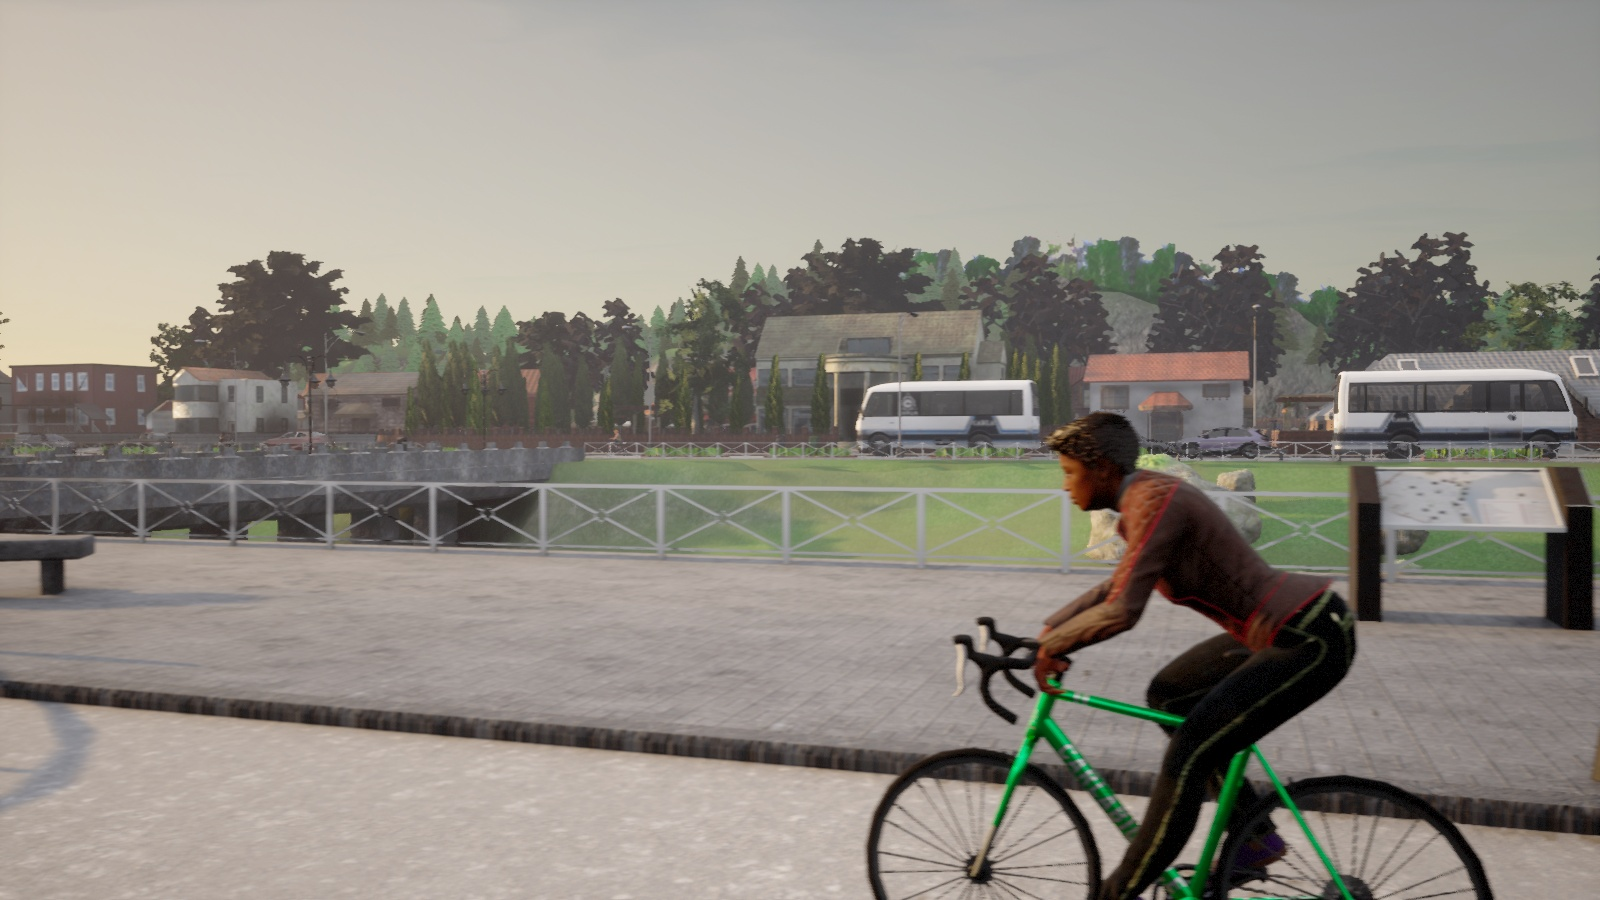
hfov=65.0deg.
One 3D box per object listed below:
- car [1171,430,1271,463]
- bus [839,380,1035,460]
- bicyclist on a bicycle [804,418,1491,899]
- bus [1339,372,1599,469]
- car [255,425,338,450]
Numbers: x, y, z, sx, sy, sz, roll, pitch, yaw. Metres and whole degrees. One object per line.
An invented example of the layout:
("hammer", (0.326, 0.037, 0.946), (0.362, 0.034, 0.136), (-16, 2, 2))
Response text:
("car", (21.949, -0.211, 65.612), (4.856, 1.649, 2.033), (1, 1, 19))
("bus", (7.684, -1.648, 70.396), (10.273, 4.253, 3.944), (1, 1, 19))
("bicyclist on a bicycle", (0.888, 0.728, 3.420), (1.656, 1.620, 0.582), (0, 1, 19))
("bus", (30.810, -1.369, 58.388), (10.273, 4.253, 3.944), (1, 1, 19))
("car", (-33.821, -0.873, 84.387), (5.027, 1.651, 2.152), (1, 1, 19))
